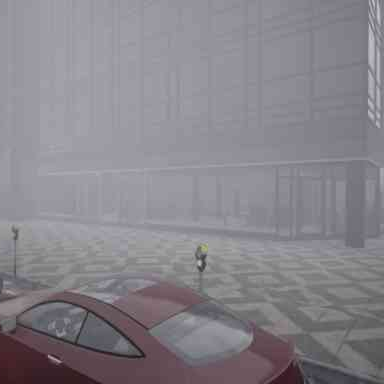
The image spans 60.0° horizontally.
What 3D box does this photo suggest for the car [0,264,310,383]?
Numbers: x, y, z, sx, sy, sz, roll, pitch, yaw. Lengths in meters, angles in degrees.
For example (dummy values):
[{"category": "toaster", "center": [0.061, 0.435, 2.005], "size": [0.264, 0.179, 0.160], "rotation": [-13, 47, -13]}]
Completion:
[{"category": "car", "center": [-0.922, 1.582, 3.625], "size": [4.206, 1.307, 1.802], "rotation": [0, 0, 36]}]
